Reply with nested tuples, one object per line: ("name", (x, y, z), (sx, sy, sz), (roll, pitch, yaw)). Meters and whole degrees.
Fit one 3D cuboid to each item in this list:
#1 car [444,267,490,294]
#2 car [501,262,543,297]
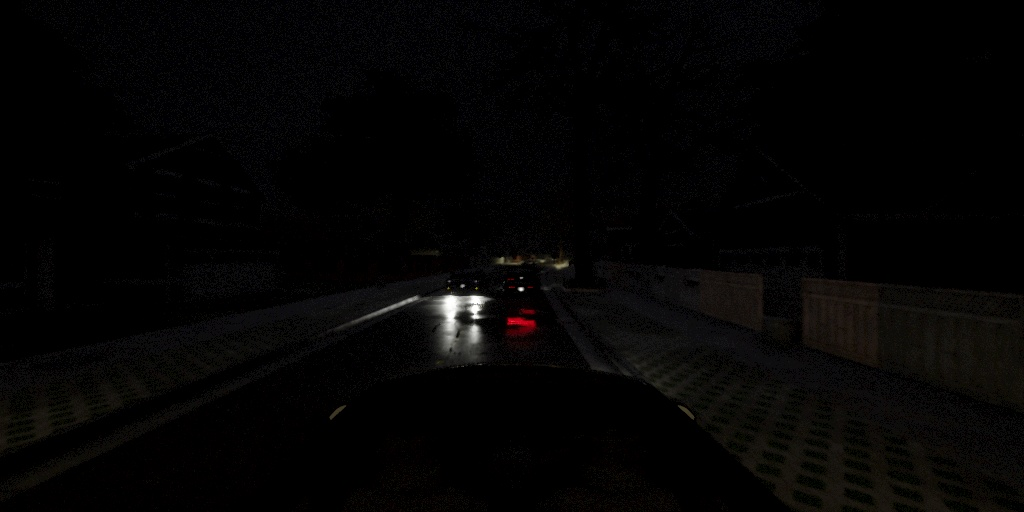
("car", (-2.381, 1.290, 19.840), (1.994, 1.385, 4.181), (0, 0, 3))
("car", (0.507, 1.237, 18.597), (1.837, 1.490, 4.892), (0, 0, 2))
